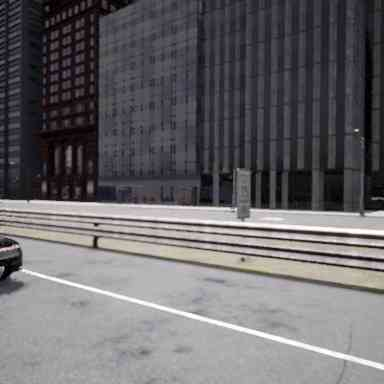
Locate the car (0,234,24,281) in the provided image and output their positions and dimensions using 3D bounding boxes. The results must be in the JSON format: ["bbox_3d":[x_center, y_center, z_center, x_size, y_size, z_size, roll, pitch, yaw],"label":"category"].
[{"bbox_3d":[-6.434,1.485,8.154,4.902,1.511,2.128,0,-1,23],"label":"car"}]
